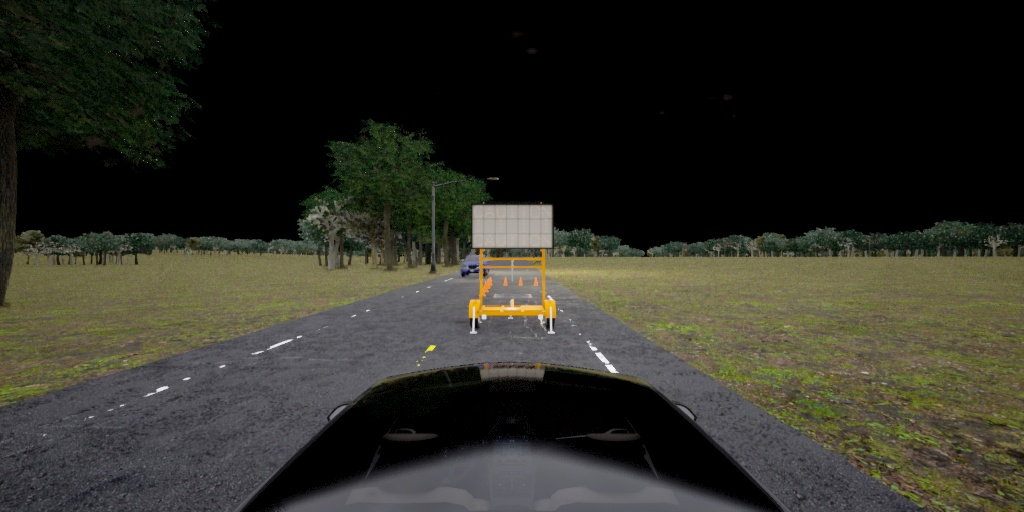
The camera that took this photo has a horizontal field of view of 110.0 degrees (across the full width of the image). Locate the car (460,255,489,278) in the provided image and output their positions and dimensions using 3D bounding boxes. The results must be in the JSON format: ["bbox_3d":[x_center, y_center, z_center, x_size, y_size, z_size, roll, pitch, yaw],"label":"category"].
[{"bbox_3d":[-3.368,0.896,33.206,2.150,2.045,5.566,0,0,0],"label":"car"}]

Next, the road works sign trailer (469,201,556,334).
[{"bbox_3d":[0.013,0.200,10.594,2.380,3.560,2.880,0,0,0],"label":"road works sign trailer"}]
